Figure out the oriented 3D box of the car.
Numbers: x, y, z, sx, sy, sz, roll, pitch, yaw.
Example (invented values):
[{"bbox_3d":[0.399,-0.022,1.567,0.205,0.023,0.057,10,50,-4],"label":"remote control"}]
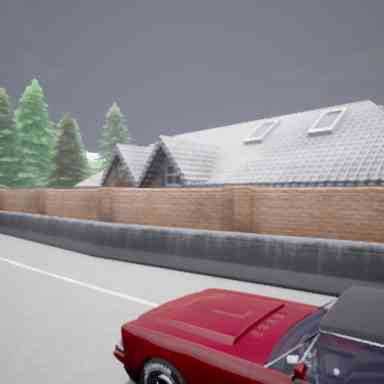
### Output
[{"bbox_3d":[1.481,1.610,2.997,4.718,1.301,1.895,0,0,36],"label":"car"}]
